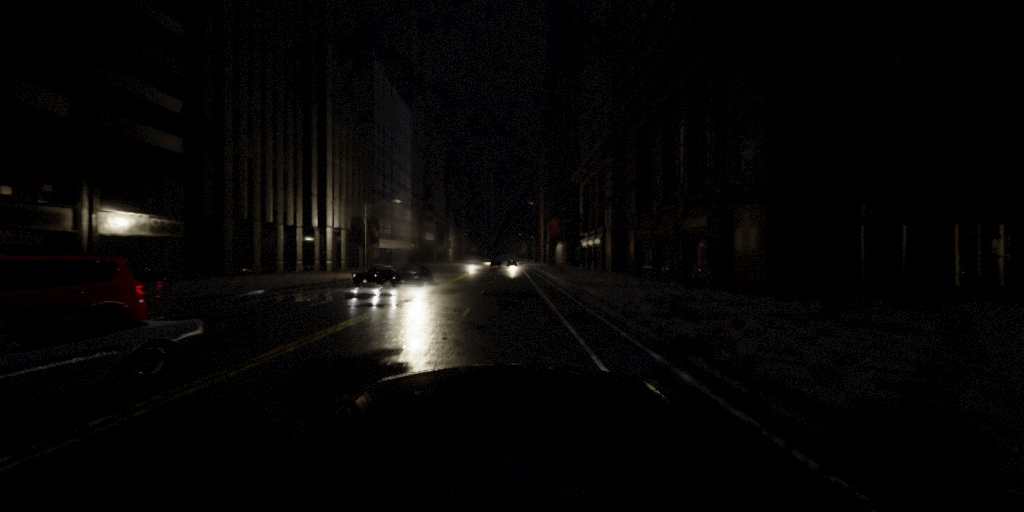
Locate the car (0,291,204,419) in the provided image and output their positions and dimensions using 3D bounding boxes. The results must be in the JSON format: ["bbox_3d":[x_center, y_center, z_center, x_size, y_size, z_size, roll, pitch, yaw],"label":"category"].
[{"bbox_3d":[-6.592,1.352,4.315,1.895,1.301,4.718,0,0,0],"label":"car"}]

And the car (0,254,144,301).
[{"bbox_3d":[-9.841,0.976,6.216,2.150,2.045,5.566,0,0,0],"label":"car"}]

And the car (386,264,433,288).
[{"bbox_3d":[-6.566,1.296,24.073,1.812,1.442,4.674,0,0,0],"label":"car"}]

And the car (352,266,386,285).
[{"bbox_3d":[-9.801,1.375,26.113,1.895,1.301,4.718,0,0,0],"label":"car"}]
